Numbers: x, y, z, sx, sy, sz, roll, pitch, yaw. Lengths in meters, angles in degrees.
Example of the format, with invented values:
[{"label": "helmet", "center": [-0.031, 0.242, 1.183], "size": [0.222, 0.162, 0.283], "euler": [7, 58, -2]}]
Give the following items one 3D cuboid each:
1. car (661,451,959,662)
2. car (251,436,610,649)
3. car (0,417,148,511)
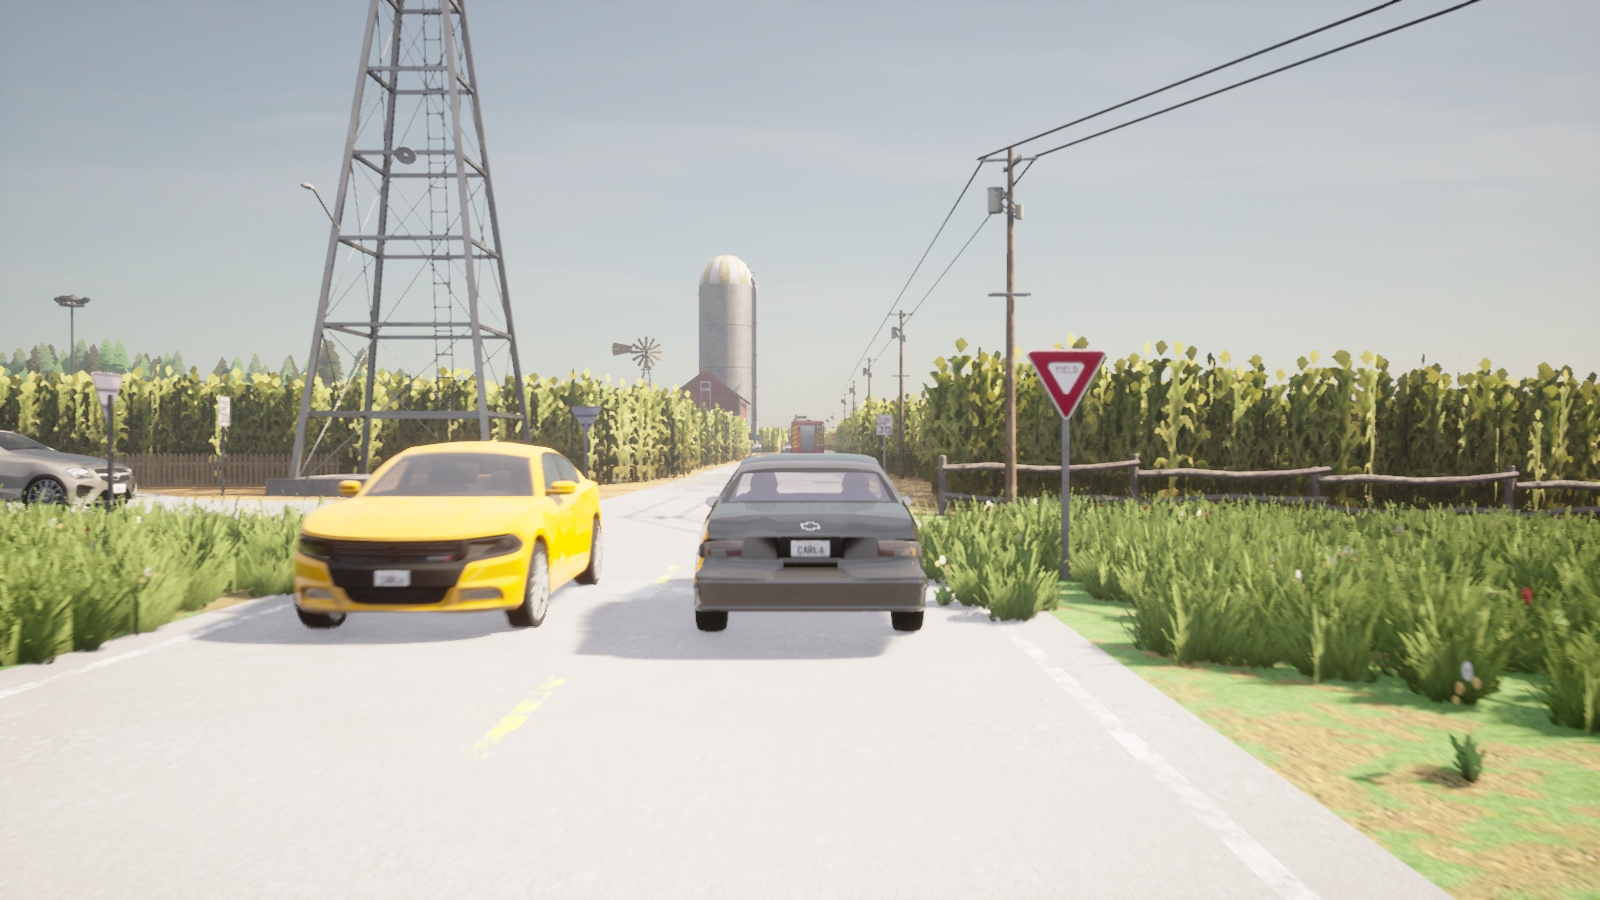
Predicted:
[{"label": "car", "center": [0.081, 0.730, 11.253], "size": [2.033, 1.411, 5.357], "euler": [0, 0, 0]}, {"label": "car", "center": [-3.050, 0.656, 11.583], "size": [1.882, 1.535, 5.008], "euler": [0, 0, -1]}, {"label": "car", "center": [-15.131, 0.242, 23.240], "size": [5.027, 1.651, 2.152], "euler": [0, 0, 1]}]
